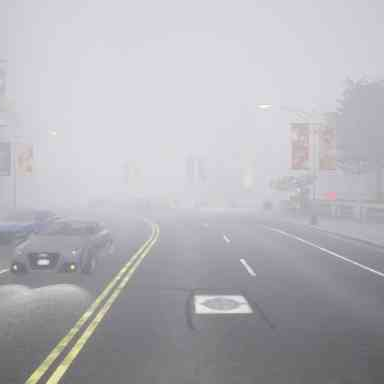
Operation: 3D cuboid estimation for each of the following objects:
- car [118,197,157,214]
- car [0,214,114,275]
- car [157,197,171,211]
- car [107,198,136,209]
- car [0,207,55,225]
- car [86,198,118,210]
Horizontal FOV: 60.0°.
[{"bbox_3d":[-6.016,1.352,36.064,2.097,1.767,4.553,0,0,-31],"label":"car"},{"bbox_3d":[-3.736,1.564,10.276,1.994,1.385,4.181,0,0,-1],"label":"car"},{"bbox_3d":[-4.339,1.352,39.662,2.097,1.767,4.553,0,0,-32],"label":"car"},{"bbox_3d":[-9.977,1.564,46.630,4.181,1.385,1.994,0,0,45],"label":"car"},{"bbox_3d":[-7.335,1.477,14.755,1.882,1.535,5.008,0,0,-3],"label":"car"},{"bbox_3d":[-12.241,1.505,44.094,4.892,1.490,1.837,0,0,44],"label":"car"}]
